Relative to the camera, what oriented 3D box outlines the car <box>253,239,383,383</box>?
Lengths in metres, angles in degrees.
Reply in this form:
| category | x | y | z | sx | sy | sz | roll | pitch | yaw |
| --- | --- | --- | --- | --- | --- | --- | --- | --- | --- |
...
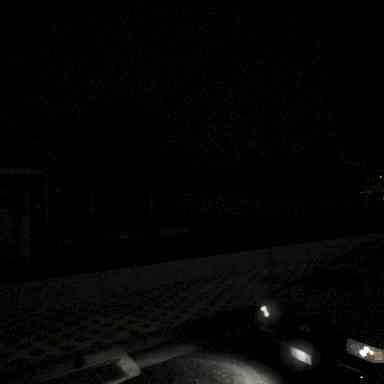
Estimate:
| category | x | y | z | sx | sy | sz | roll | pitch | yaw |
| --- | --- | --- | --- | --- | --- | --- | --- | --- | --- |
| car | 3.489 | 1.523 | 5.388 | 5.357 | 1.411 | 2.033 | 0 | 0 | -34 |
